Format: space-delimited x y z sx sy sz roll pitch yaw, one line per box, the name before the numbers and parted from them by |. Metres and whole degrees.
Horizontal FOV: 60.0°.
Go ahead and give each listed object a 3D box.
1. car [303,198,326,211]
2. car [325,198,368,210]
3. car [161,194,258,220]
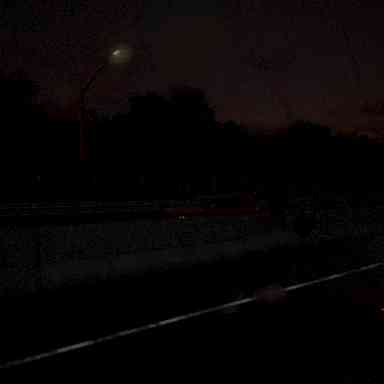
car | 14.138 1.375 35.550 5.357 1.411 2.033 0 0 -35
car | 15.165 1.397 31.981 4.181 1.385 1.994 0 0 -35
car | 1.093 1.155 17.663 5.566 2.045 2.150 0 0 -35
